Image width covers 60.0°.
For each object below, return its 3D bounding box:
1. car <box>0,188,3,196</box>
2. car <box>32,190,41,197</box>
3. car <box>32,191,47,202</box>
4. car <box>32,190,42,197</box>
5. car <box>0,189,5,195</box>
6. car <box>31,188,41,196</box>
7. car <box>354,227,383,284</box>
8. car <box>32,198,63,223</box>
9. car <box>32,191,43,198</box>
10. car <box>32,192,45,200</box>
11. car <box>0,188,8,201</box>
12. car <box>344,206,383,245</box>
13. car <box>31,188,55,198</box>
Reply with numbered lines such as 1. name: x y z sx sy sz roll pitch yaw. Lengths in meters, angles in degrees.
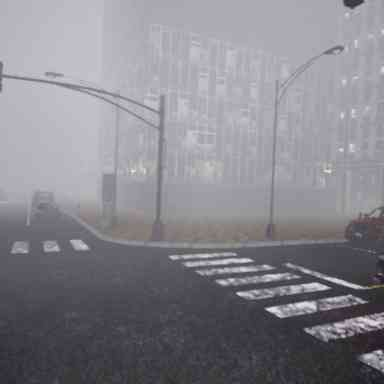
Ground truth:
1. car: -42.878 -0.004 73.168 1.967 1.590 4.097 1 0 -26
2. car: -35.797 0.331 76.615 1.887 1.381 4.507 1 0 -26
3. car: -23.801 0.638 51.735 1.967 1.590 4.097 1 0 -26
4. car: -33.472 0.391 71.792 1.752 1.417 4.829 1 0 -26
5. car: -45.280 0.024 78.146 2.008 1.369 4.403 1 0 -26
6. car: -40.591 -0.065 86.566 2.192 1.841 5.009 1 0 -26
7. car: 6.461 1.736 7.778 4.902 1.511 2.128 2 1 -26
8. car: -9.440 1.265 21.866 1.802 1.307 4.206 1 0 -26
9. car: -31.000 0.533 66.664 1.802 1.307 4.206 1 0 -26
10. car: -26.202 0.660 56.712 1.887 1.381 4.507 1 0 -26
11. car: -28.189 0.408 48.636 2.097 1.767 4.553 2 0 -26
12. car: 9.351 1.579 15.225 5.009 1.841 2.192 2 1 -26
13. car: -14.214 0.838 31.826 2.192 1.841 5.009 1 0 -26
